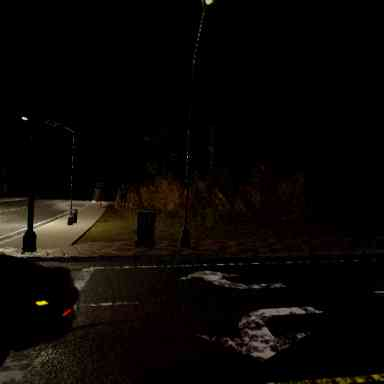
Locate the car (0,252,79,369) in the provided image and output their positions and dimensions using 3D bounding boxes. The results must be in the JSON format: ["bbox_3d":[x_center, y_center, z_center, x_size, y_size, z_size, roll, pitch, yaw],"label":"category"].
[{"bbox_3d":[-3.989,1.516,4.459,4.674,1.442,1.812,0,0,-14],"label":"car"}]
